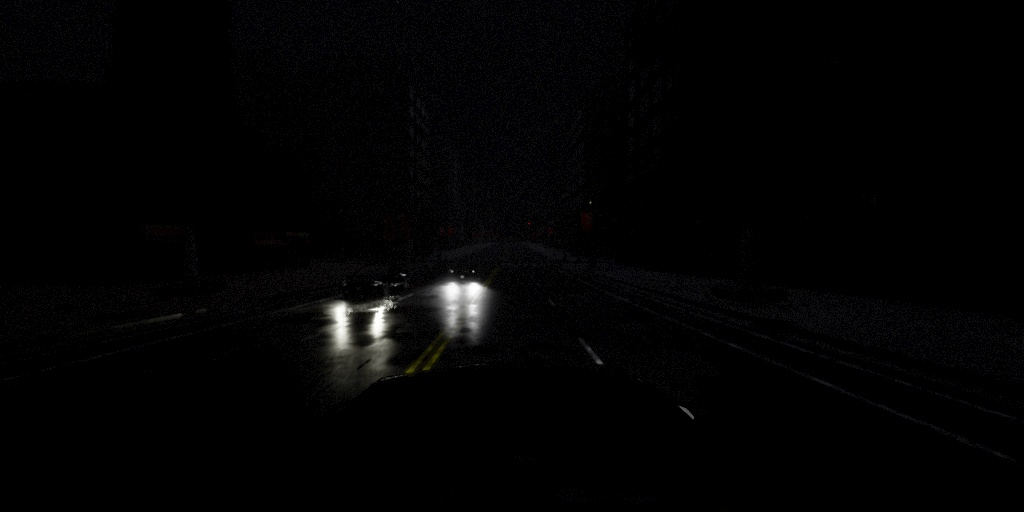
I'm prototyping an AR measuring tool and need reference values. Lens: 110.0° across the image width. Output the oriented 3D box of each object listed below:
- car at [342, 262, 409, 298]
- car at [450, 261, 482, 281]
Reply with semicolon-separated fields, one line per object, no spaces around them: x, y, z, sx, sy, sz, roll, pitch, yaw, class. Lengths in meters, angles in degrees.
-6.607;1.102;17.873;1.882;1.535;5.008;0;1;0;car
-3.358;1.084;26.565;1.895;1.301;4.718;0;1;0;car
